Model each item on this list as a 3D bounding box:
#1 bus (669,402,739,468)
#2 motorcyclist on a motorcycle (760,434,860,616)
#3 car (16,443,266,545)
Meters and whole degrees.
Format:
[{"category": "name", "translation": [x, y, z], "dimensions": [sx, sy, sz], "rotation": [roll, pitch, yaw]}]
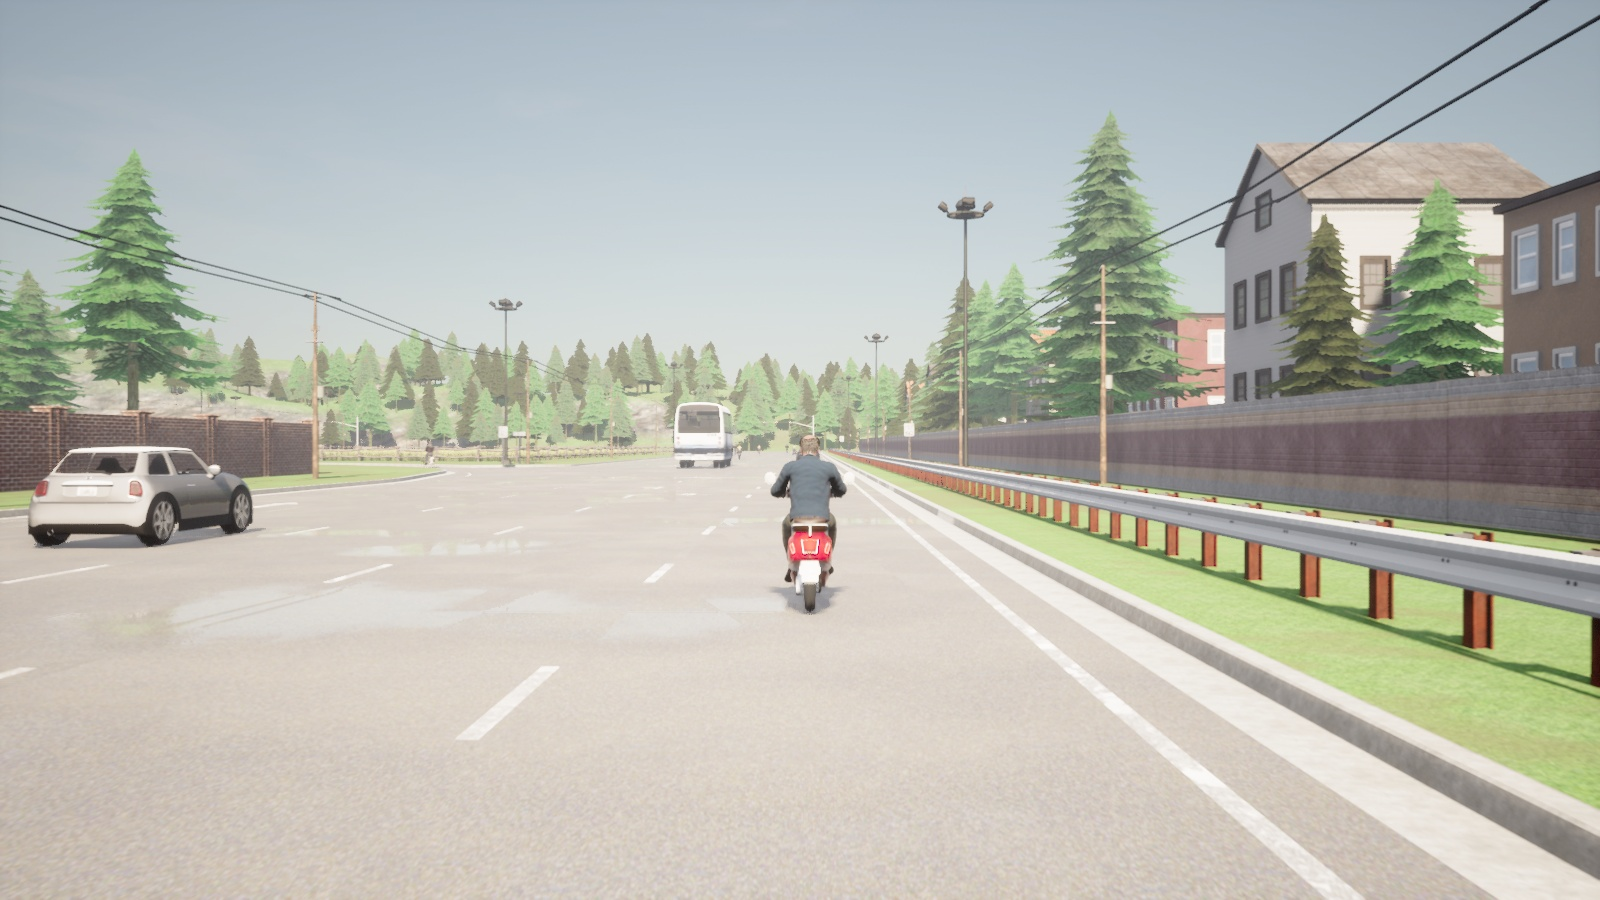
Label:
[{"category": "bus", "translation": [-6.434, -0.975, 86.233], "dimensions": [3.944, 4.253, 10.273], "rotation": [0, 0, 0]}, {"category": "motorcyclist on a motorcycle", "translation": [0.091, 0.653, 11.864], "dimensions": [0.866, 1.590, 1.817], "rotation": [0, 0, 0]}, {"category": "car", "translation": [-10.356, 0.624, 20.093], "dimensions": [1.970, 1.475, 3.806], "rotation": [0, 0, 0]}]
